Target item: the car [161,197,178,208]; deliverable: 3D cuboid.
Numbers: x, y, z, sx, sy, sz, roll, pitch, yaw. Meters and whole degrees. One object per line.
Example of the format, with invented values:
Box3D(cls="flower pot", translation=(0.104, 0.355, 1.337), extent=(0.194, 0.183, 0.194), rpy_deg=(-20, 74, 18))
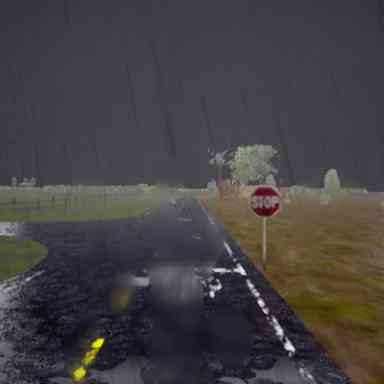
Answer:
Box3D(cls="car", translation=(-2.733, 1.261, 41.416), extent=(1.994, 1.385, 4.181), rpy_deg=(0, 0, 0))
